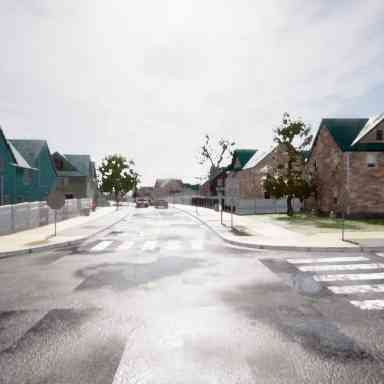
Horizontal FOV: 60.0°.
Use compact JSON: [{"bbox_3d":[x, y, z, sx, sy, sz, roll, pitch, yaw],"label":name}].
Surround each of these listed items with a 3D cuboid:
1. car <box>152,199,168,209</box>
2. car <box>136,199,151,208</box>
[{"bbox_3d":[-4.838,1.802,52.363,1.837,1.490,4.892,0,-1,-11],"label":"car"},{"bbox_3d":[-8.373,1.866,55.941,1.812,1.442,4.674,0,-1,-11],"label":"car"}]
